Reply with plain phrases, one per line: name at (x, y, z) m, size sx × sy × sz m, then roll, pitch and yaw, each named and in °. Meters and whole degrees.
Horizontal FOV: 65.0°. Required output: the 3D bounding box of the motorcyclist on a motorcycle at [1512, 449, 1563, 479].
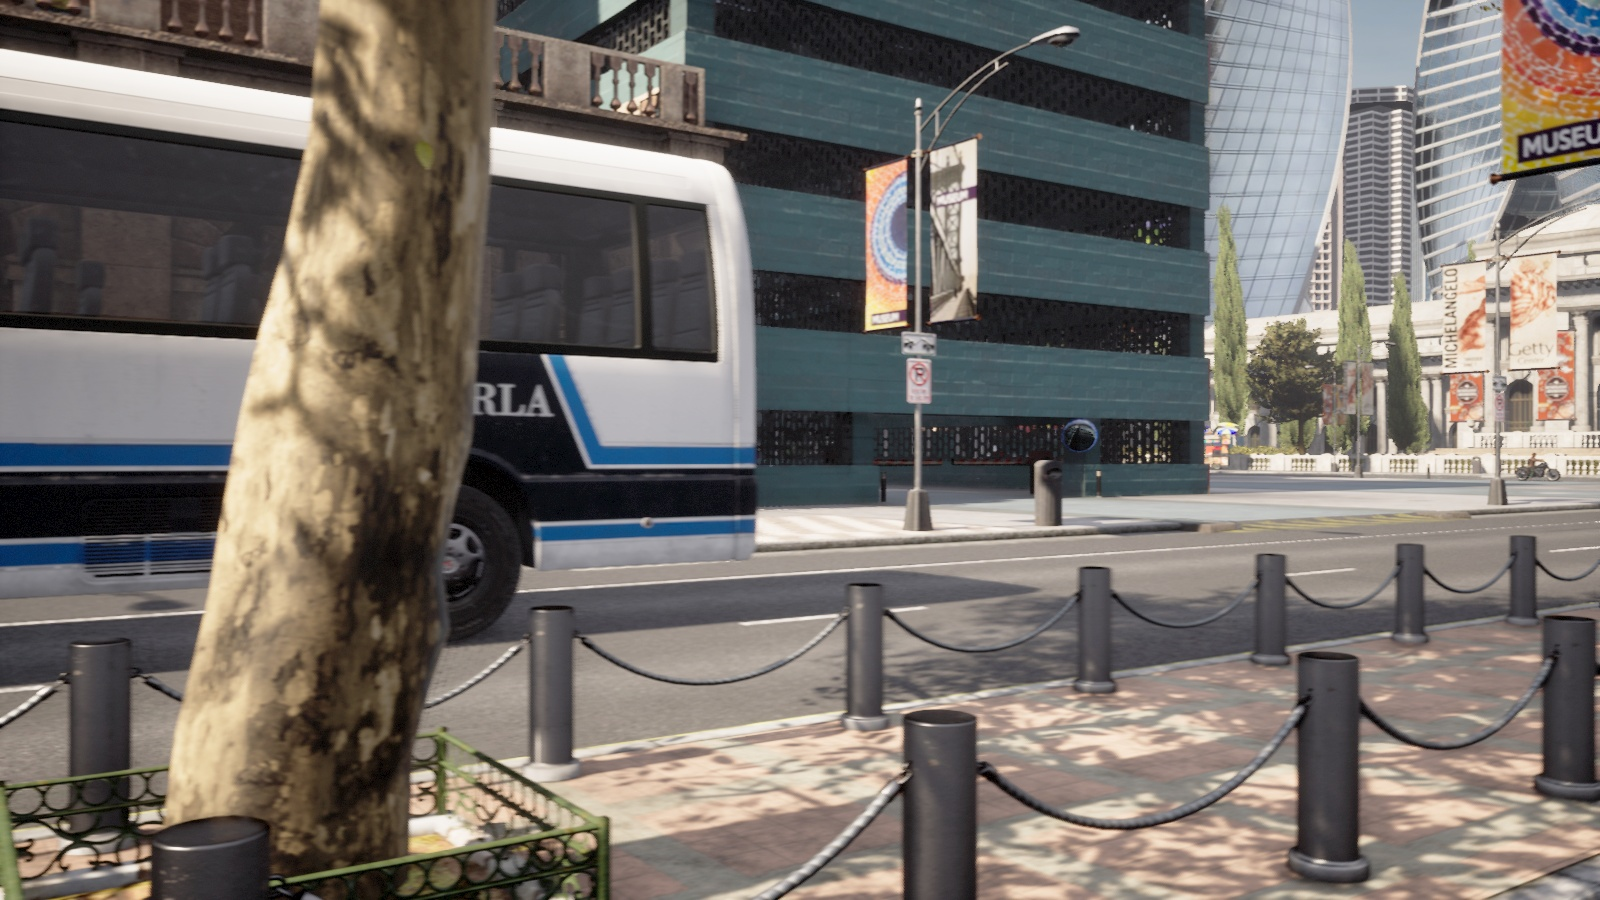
motorcyclist on a motorcycle at (41.146, 0.780, 70.075) m, size 0.766 × 1.649 × 2.350 m, roll 0°, pitch 0°, yaw -35°

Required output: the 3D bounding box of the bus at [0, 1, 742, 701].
bus at (-5.840, -0.596, 9.346) m, size 10.273 × 4.253 × 3.944 m, roll 0°, pitch 0°, yaw -35°
